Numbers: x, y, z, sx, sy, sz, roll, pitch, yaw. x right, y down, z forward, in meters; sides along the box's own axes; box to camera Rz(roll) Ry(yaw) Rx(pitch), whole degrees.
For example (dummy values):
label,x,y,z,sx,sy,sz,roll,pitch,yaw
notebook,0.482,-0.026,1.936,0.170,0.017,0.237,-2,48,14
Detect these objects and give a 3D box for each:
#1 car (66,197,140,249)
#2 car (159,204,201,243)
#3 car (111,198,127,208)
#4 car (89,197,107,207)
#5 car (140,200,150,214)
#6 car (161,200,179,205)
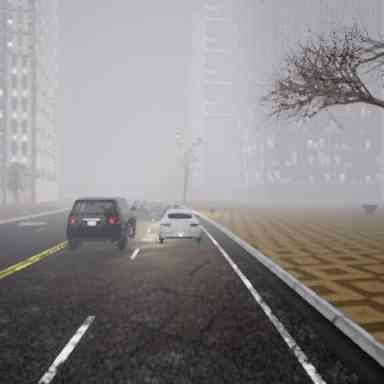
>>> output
label,x,y,z,sx,sy,sz,roll,pitch,yaw
car,-3.767,1.217,14.663,2.150,2.045,5.566,0,0,-3
car,-0.603,1.522,15.978,1.812,1.442,4.674,0,0,-3
car,-10.970,1.560,50.208,1.994,1.385,4.181,0,0,-8
car,-14.450,1.544,51.598,2.033,1.411,5.357,0,0,-9
car,-5.457,1.542,34.628,2.033,1.411,5.357,0,0,-6
car,-2.133,1.542,34.145,2.033,1.411,5.357,0,0,-6
